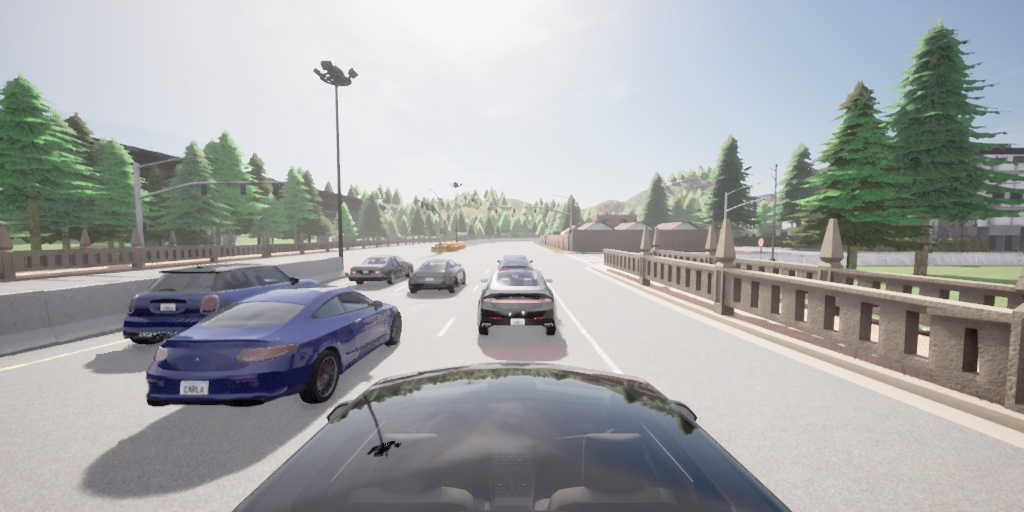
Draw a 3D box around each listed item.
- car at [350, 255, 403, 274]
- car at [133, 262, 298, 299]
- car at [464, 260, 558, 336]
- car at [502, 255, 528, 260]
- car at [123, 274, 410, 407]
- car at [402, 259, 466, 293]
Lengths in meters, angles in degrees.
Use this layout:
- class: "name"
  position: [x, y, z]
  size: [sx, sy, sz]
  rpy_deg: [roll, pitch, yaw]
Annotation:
- class: "car"
  position: [-6.832, 0.654, 19.269]
  size: [2.033, 1.411, 5.357]
  rpy_deg: [0, 3, 0]
- class: "car"
  position: [-6.870, 0.969, 9.296]
  size: [2.097, 1.767, 4.553]
  rpy_deg: [0, 2, 0]
- class: "car"
  position: [0.131, 1.080, 9.924]
  size: [2.128, 1.511, 4.902]
  rpy_deg: [0, 2, 0]
- class: "car"
  position: [0.166, 0.652, 18.924]
  size: [1.812, 1.442, 4.674]
  rpy_deg: [0, 3, 0]
- class: "car"
  position: [-3.382, 1.226, 6.134]
  size: [1.812, 1.442, 4.674]
  rpy_deg: [0, 0, 0]
- class: "car"
  position: [-3.347, 0.818, 16.650]
  size: [1.994, 1.385, 4.181]
  rpy_deg: [0, 3, 1]
